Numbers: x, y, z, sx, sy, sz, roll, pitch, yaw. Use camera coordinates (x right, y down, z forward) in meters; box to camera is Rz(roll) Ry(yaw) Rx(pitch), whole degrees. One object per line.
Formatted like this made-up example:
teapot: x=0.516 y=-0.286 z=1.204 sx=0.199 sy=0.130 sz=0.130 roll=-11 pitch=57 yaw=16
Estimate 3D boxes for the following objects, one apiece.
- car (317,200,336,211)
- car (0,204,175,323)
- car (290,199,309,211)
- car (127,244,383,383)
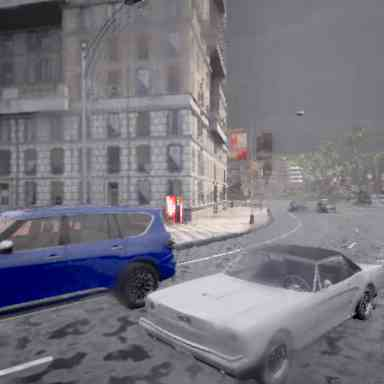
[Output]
car: x=18.211 y=1.821 z=45.261 sx=2.128 sy=1.511 sz=4.902 roll=0 pitch=0 yaw=12
car: x=-2.865 y=1.292 z=6.370 sx=5.566 sy=2.045 sz=2.150 roll=0 pitch=0 yaw=-40
car: x=14.795 y=1.728 z=46.028 sx=2.097 sy=1.767 sz=4.553 roll=0 pitch=0 yaw=12
car: x=1.493 y=1.643 z=5.584 sx=4.718 sy=1.301 sz=1.895 roll=0 pitch=-1 yaw=-44
